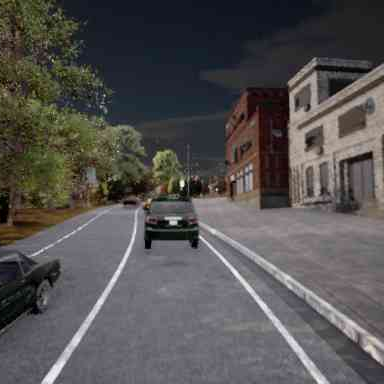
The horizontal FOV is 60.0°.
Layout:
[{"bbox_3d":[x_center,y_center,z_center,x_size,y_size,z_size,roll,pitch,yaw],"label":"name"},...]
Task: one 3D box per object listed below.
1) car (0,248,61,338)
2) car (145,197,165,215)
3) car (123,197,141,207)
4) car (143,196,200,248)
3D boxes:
[{"bbox_3d":[-3.564,1.597,4.755,1.895,1.301,4.718,0,0,-3],"label":"car"},{"bbox_3d":[-3.772,1.354,33.314,1.882,1.535,5.008,1,0,-8],"label":"car"},{"bbox_3d":[-8.393,1.353,46.537,1.895,1.301,4.718,0,0,-1],"label":"car"},{"bbox_3d":[-1.004,1.205,14.870,2.150,2.045,5.566,0,0,-7],"label":"car"}]
